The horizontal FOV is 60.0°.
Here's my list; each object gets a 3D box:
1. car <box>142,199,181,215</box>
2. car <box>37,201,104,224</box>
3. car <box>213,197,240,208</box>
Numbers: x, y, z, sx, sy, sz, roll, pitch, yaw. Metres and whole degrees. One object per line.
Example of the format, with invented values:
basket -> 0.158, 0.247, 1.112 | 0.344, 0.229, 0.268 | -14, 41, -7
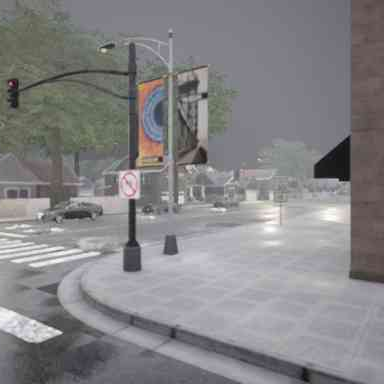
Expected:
car -> -2.911, 1.415, 32.213 | 1.994, 1.385, 4.181 | 0, 0, 35
car -> -8.690, 1.398, 24.074 | 2.128, 1.511, 4.902 | 0, 0, 35
car -> 4.395, 1.346, 42.465 | 1.994, 1.385, 4.181 | 0, 0, 36
